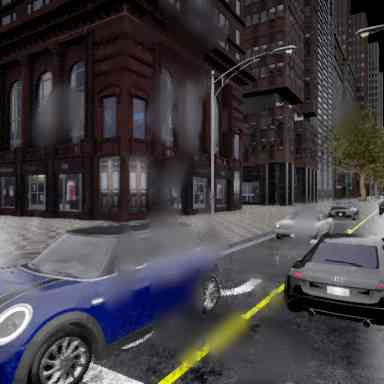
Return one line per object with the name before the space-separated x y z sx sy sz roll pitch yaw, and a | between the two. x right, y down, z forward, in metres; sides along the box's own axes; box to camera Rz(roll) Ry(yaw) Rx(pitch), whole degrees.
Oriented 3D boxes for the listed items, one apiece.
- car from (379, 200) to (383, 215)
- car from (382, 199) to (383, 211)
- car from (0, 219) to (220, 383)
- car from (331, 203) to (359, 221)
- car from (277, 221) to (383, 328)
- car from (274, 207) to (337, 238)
car | 19.991 1.535 33.516 1.837 1.490 4.892 0 0 32
car | 25.458 1.597 42.378 2.033 1.411 5.357 0 0 32
car | -1.428 1.351 5.390 2.097 1.767 4.553 0 0 35
car | 12.683 1.584 27.745 1.994 1.385 4.181 0 0 32
car | 3.416 1.569 7.058 1.994 1.385 4.181 0 0 32
car | 5.602 1.610 16.416 1.895 1.301 4.718 0 0 32
